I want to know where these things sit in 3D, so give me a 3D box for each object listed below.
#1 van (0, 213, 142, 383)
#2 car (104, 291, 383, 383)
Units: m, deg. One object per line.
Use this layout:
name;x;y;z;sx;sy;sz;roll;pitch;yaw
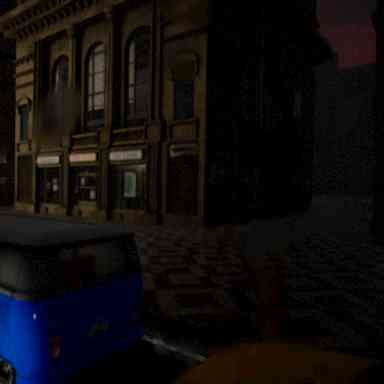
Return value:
van;-2.537;1.255;4.770;3.998;1.788;1.690;1;1;35
car;1.882;1.538;1.618;4.829;1.417;1.752;1;1;35
